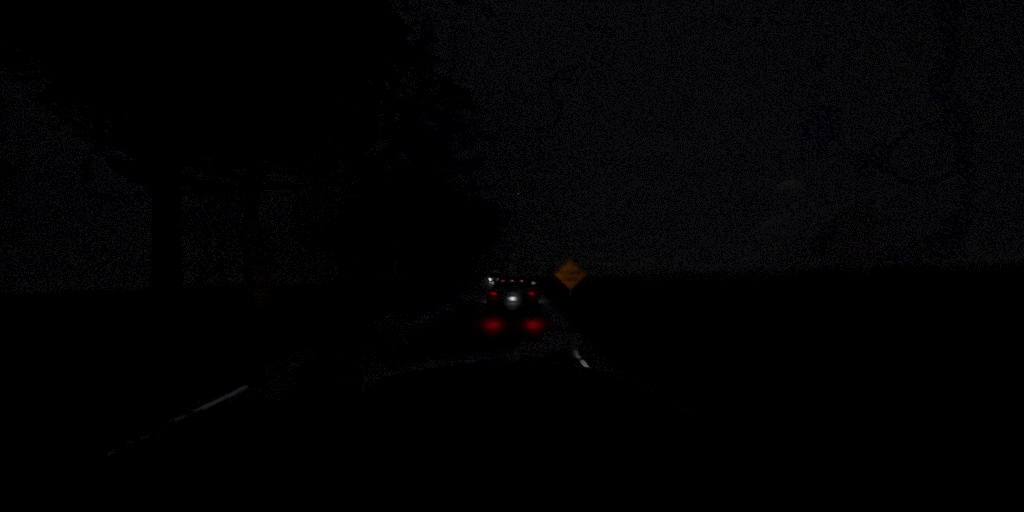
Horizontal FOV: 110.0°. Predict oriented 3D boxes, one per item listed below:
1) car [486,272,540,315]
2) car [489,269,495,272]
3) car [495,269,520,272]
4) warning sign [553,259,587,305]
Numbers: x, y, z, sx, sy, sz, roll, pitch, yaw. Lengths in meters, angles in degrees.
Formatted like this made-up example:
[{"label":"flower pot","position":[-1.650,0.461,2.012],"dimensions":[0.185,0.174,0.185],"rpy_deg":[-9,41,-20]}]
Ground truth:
[{"label":"car","position":[0.050,1.502,14.469],"dimensions":[1.994,1.385,4.181],"rpy_deg":[0,-1,0]},{"label":"car","position":[-2.793,2.932,60.020],"dimensions":[1.812,1.442,4.674],"rpy_deg":[0,-2,0]},{"label":"car","position":[0.027,1.792,27.177],"dimensions":[2.033,1.411,5.357],"rpy_deg":[0,-2,1]},{"label":"warning sign","position":[2.451,1.058,14.860],"dimensions":[1.300,1.860,1.060],"rpy_deg":[0,0,0]}]
